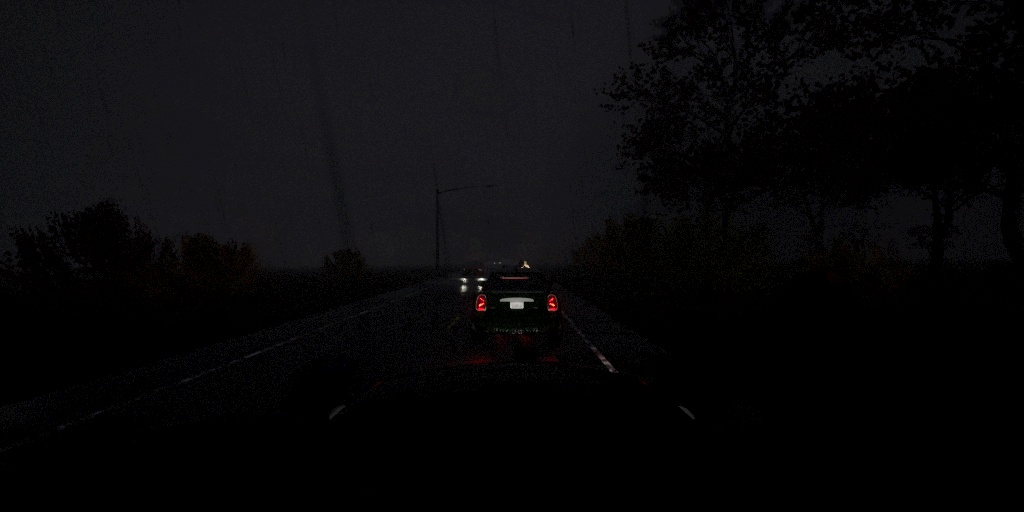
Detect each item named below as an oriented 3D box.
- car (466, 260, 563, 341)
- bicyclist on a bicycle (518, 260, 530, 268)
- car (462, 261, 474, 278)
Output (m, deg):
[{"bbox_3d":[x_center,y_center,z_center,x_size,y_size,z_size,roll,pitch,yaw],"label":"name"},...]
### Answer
[{"bbox_3d":[0.108,1.099,9.968,2.097,1.767,4.553,0,0,0],"label":"car"},{"bbox_3d":[0.960,1.177,25.791,0.866,1.612,1.509,0,0,1],"label":"bicyclist on a bicycle"},{"bbox_3d":[-3.634,1.216,34.622,1.882,1.535,5.008,0,0,0],"label":"car"}]
